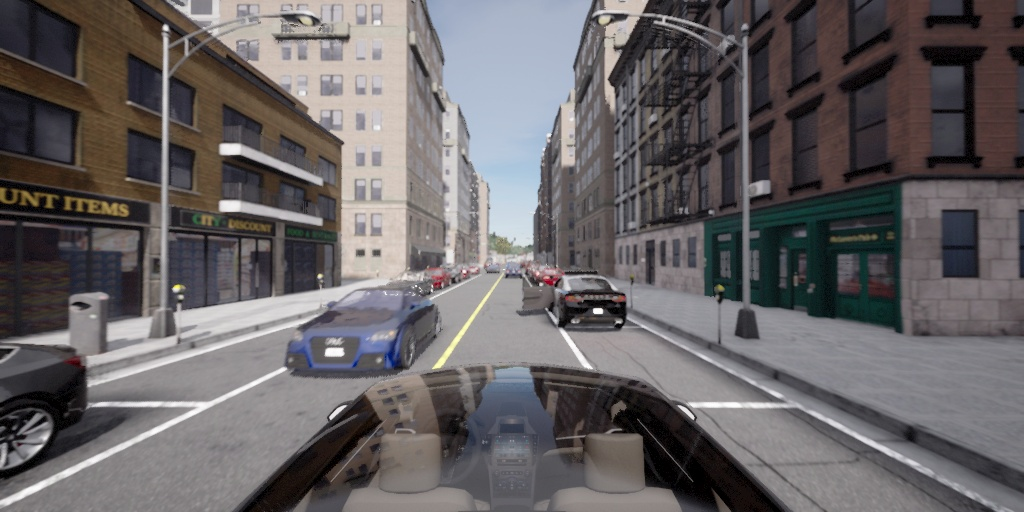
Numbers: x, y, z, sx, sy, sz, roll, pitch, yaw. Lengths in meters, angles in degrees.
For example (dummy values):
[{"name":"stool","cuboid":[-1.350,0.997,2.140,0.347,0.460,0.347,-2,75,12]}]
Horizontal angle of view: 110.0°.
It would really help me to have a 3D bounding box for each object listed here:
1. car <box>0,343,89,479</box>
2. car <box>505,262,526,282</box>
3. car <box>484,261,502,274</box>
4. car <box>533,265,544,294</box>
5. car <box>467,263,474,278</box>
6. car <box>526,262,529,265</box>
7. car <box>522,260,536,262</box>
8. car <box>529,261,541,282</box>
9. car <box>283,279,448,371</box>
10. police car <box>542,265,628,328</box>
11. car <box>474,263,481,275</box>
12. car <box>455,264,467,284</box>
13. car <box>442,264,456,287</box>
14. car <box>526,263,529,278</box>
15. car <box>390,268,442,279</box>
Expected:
[{"name":"car","cuboid":[-5.390,1.318,2.036,1.948,1.339,4.313,0,0,0]},{"name":"car","cuboid":[0.180,1.659,39.073,2.033,1.411,5.357,0,-1,1]},{"name":"car","cuboid":[-2.607,1.840,50.965,2.033,1.411,5.357,0,-1,0]},{"name":"car","cuboid":[2.702,1.519,24.741,1.888,1.381,4.507,0,0,0]},{"name":"car","cuboid":[-5.289,1.522,36.129,1.967,1.591,4.097,0,0,0]},{"name":"car","cuboid":[2.753,1.689,41.787,2.007,1.370,4.403,0,0,0]},{"name":"car","cuboid":[2.770,1.507,47.469,2.192,1.841,5.009,0,0,0]},{"name":"car","cuboid":[2.719,1.469,30.424,1.967,1.591,4.097,0,0,0]},{"name":"car","cuboid":[-2.837,1.372,7.733,1.994,1.385,4.181,0,-1,0]},{"name":"police car","cuboid":[2.269,1.276,12.001,1.930,1.638,5.238,0,-1,0]},{"name":"car","cuboid":[-5.255,1.631,47.492,1.967,1.591,4.097,0,0,0]},{"name":"car","cuboid":[-5.306,1.594,30.447,1.948,1.339,4.313,0,0,0]},{"name":"car","cuboid":[-5.323,1.518,24.765,1.888,1.381,4.507,0,0,0]},{"name":"car","cuboid":[2.736,1.629,36.105,1.888,1.381,4.507,0,0,0]},{"name":"car","cuboid":[-5.340,1.468,19.082,2.007,1.370,4.403,0,0,0]}]
